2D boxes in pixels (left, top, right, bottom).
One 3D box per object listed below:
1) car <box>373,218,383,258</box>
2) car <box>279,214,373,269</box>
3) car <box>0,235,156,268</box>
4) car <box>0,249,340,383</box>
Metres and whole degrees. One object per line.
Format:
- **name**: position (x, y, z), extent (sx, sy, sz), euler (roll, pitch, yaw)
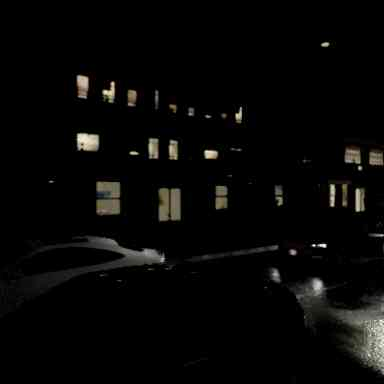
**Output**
- **car**: position (7.469, 1.253, 9.003), extent (5.566, 2.045, 2.150), euler (0, 0, -35)
- **car**: position (4.978, 1.521, 11.223), extent (4.902, 1.511, 2.128), euler (0, 0, -35)
- **car**: position (-2.581, 1.530, 5.834), extent (4.674, 1.442, 1.812), euler (0, 0, -34)
- **car**: position (-0.721, 1.529, 3.175), extent (4.674, 1.442, 1.812), euler (0, 0, -37)
